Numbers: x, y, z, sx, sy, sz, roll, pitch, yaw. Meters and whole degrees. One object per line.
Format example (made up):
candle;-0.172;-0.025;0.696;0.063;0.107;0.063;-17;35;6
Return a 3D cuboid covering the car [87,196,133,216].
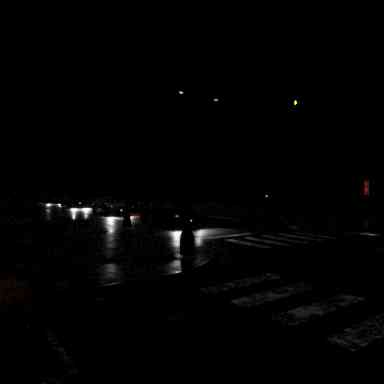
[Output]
car;-6.675;1.060;27.020;1.812;1.442;4.674;0;1;-35

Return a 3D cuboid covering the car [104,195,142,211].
car;-6.830;1.053;32.740;1.895;1.301;4.718;0;1;-36

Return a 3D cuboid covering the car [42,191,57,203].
car;-18.401;0.682;43.564;1.837;1.490;4.892;0;1;-32

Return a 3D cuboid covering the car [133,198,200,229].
car;-1.464;1.227;19.728;1.812;1.442;4.674;0;1;-37

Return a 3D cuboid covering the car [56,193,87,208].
car;-12.433;0.921;35.071;1.994;1.385;4.181;0;1;-36

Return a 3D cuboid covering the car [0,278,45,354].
car;-4.280;1.525;3.608;4.829;1.417;1.752;0;0;-35
